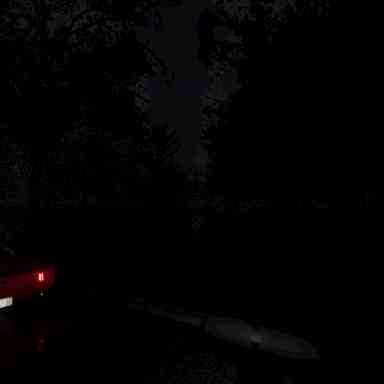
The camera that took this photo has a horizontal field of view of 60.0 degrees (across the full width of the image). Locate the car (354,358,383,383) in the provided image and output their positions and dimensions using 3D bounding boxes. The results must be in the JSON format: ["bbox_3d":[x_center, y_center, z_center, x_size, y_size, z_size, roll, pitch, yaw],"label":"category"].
[{"bbox_3d":[3.139,1.504,1.139,4.892,1.490,1.837,0,0,35],"label":"car"}]

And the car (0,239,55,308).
[{"bbox_3d":[-5.016,1.611,6.981,4.718,1.301,1.895,0,0,36],"label":"car"}]
